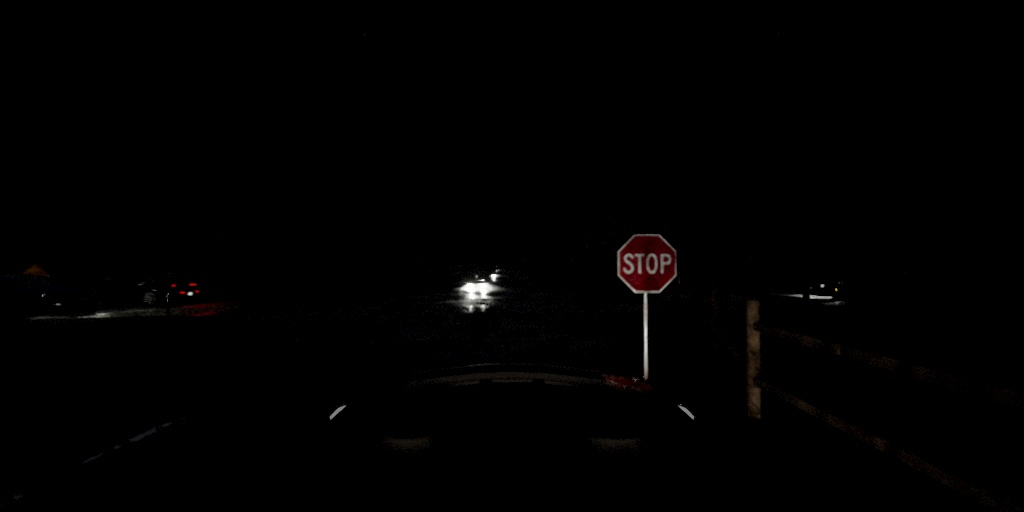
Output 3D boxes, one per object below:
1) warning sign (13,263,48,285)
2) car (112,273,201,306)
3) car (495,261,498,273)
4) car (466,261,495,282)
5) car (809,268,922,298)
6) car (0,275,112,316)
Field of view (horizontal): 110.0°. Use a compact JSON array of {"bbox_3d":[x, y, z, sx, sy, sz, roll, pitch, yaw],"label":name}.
[{"bbox_3d":[-25.812,1.330,19.313,1.060,1.860,1.300,0,0,-1],"label":"warning sign"},{"bbox_3d":[-17.733,1.563,17.069,4.892,1.490,1.837,-1,-2,0],"label":"car"},{"bbox_3d":[-3.049,1.641,46.313,1.895,1.301,4.718,0,0,-1],"label":"car"},{"bbox_3d":[-2.899,1.432,31.777,2.128,1.511,4.902,0,0,0],"label":"car"},{"bbox_3d":[17.104,1.249,17.477,4.181,1.385,1.994,-1,-2,-1],"label":"car"},{"bbox_3d":[-19.430,1.474,14.105,5.008,1.535,1.882,-1,-2,-1],"label":"car"}]
